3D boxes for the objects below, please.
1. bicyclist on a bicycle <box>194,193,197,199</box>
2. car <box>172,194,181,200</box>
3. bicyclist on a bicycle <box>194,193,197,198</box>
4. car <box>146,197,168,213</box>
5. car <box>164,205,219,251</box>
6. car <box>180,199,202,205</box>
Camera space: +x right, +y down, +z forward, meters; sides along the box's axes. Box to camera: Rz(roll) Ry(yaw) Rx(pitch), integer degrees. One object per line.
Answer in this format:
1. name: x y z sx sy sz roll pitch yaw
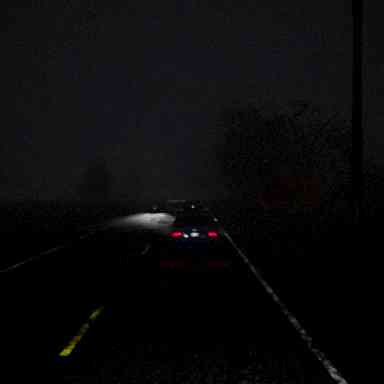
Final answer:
1. bicyclist on a bicycle: 0.963 0.997 92.889 0.582 1.620 1.656 0 0 0
2. car: -3.500 1.116 75.309 1.994 1.385 4.181 0 0 0
3. bicyclist on a bicycle: 0.964 1.045 83.890 0.582 1.620 1.656 0 0 0
4. car: -3.596 1.332 34.683 2.128 1.511 4.902 0 0 0
5. car: 0.096 1.485 13.779 2.033 1.411 5.357 0 0 0
6. car: 0.098 1.405 34.415 1.994 1.385 4.181 0 0 0
